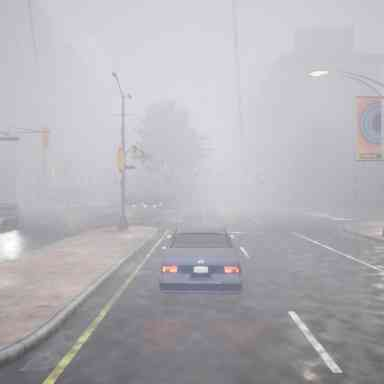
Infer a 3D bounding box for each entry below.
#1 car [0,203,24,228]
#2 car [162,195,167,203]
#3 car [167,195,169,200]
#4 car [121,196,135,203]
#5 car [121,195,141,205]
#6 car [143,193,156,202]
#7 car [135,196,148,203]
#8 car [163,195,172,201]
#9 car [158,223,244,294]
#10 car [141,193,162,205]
[{"bbox_3d":[-12.028,1.491,21.498,2.128,1.511,4.902,1,0,-22],"label":"car"},{"bbox_3d":[-6.788,1.352,66.775,2.097,1.767,4.553,0,0,1],"label":"car"},{"bbox_3d":[-6.577,1.525,76.548,2.128,1.511,4.902,0,0,1],"label":"car"},{"bbox_3d":[-13.453,1.595,69.845,1.895,1.301,4.718,0,0,1],"label":"car"},{"bbox_3d":[-10.506,1.352,57.881,2.097,1.767,4.553,0,0,1],"label":"car"},{"bbox_3d":[-10.036,1.225,78.741,2.150,2.045,5.566,0,0,1],"label":"car"},{"bbox_3d":[-10.244,1.505,68.056,1.837,1.490,4.892,0,0,1],"label":"car"},{"bbox_3d":[-6.387,1.478,86.642,1.882,1.535,5.008,0,0,1],"label":"car"},{"bbox_3d":[0.231,1.547,8.949,2.033,1.411,5.357,0,0,1],"label":"car"},{"bbox_3d":[-7.006,1.352,58.003,2.097,1.767,4.553,0,0,1],"label":"car"}]
